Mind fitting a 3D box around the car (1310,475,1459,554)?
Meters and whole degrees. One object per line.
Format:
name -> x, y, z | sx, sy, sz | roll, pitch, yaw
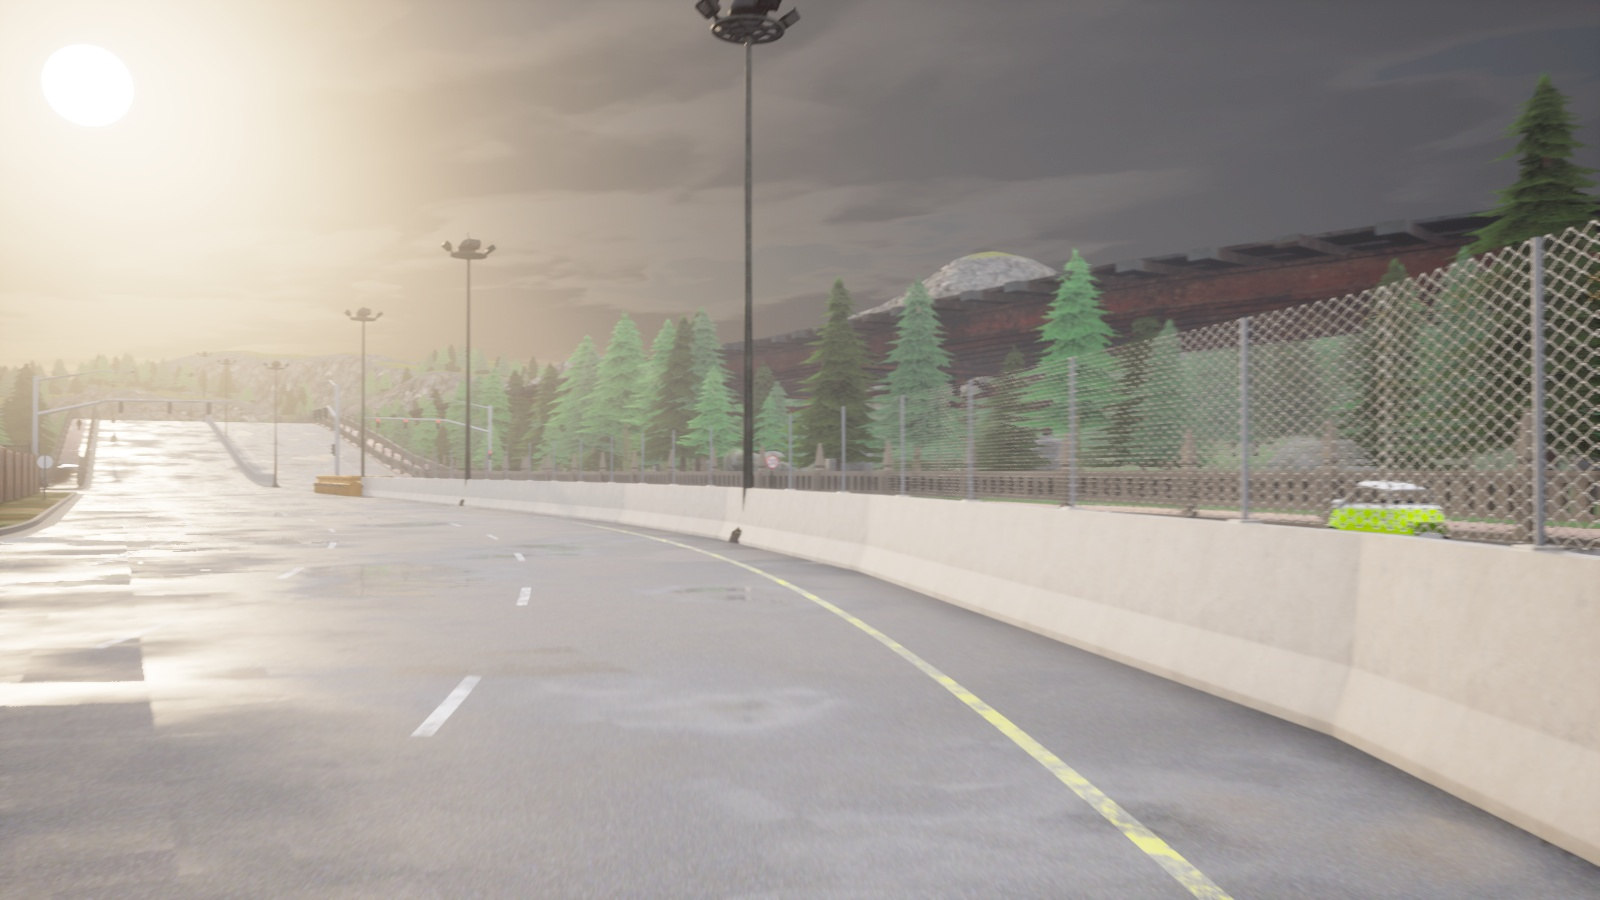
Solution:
car -> 10.928, 1.174, 23.596 | 1.481, 1.376, 2.207 | 0, -1, -13
